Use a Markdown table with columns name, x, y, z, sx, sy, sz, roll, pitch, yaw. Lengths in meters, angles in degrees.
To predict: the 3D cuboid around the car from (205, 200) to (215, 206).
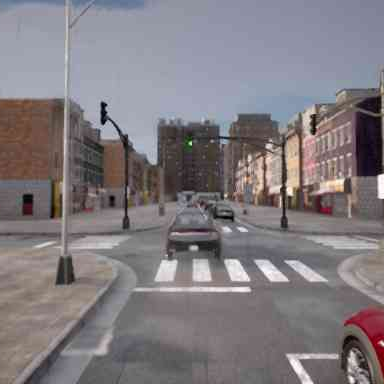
| name | x | y | z | sx | sy | sz | roll | pitch | yaw |
| --- | --- | --- | --- | --- | --- | --- | --- | --- | --- |
| car | 2.667 | 1.842 | 34.429 | 1.947 | 1.339 | 4.313 | 1 | -1 | 0 |

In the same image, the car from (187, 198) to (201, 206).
| name | x | y | z | sx | sy | sz | roll | pitch | yaw |
| --- | --- | --- | --- | --- | --- | --- | --- | --- | --- |
| car | 0.073 | 2.134 | 59.312 | 2.033 | 1.411 | 5.357 | 0 | -1 | 0 |

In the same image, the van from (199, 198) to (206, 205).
| name | x | y | z | sx | sy | sz | roll | pitch | yaw |
| --- | --- | --- | --- | --- | --- | --- | --- | --- | --- |
| van | 2.686 | 2.295 | 83.368 | 1.690 | 1.788 | 3.998 | 1 | -1 | 0 |

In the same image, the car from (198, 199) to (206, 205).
| name | x | y | z | sx | sy | sz | roll | pitch | yaw |
| --- | --- | --- | --- | --- | --- | --- | --- | --- | --- |
| car | 2.684 | 2.590 | 88.802 | 1.887 | 1.381 | 4.507 | 1 | -1 | 0 |

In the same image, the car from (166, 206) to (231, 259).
| name | x | y | z | sx | sy | sz | roll | pitch | yaw |
| --- | --- | --- | --- | --- | --- | --- | --- | --- | --- |
| car | 0.068 | 1.515 | 12.612 | 2.128 | 1.511 | 4.902 | -1 | 0 | 0 |

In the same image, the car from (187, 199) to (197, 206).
| name | x | y | z | sx | sy | sz | roll | pitch | yaw |
| --- | --- | --- | --- | --- | --- | --- | --- | --- | --- |
| car | 0.025 | 2.107 | 69.522 | 2.033 | 1.411 | 5.357 | 0 | -1 | 0 |

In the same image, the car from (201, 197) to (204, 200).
| name | x | y | z | sx | sy | sz | roll | pitch | yaw |
| --- | --- | --- | --- | --- | --- | --- | --- | --- | --- |
| car | 2.682 | 2.013 | 67.056 | 2.192 | 1.841 | 5.009 | 1 | -1 | 0 |

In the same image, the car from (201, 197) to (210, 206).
| name | x | y | z | sx | sy | sz | roll | pitch | yaw |
| --- | --- | --- | --- | --- | --- | --- | --- | --- | --- |
| car | 2.767 | 1.923 | 48.711 | 1.882 | 1.535 | 5.008 | 0 | -1 | 0 |

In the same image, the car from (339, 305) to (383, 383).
| name | x | y | z | sx | sy | sz | roll | pitch | yaw |
| --- | --- | --- | --- | --- | --- | --- | --- | --- | --- |
| car | 2.663 | 1.455 | 2.247 | 1.967 | 1.590 | 4.097 | 2 | 0 | 0 |

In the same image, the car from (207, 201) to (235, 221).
| name | x | y | z | sx | sy | sz | roll | pitch | yaw |
| --- | --- | --- | --- | --- | --- | --- | --- | --- | --- |
| car | 2.666 | 1.786 | 28.992 | 1.947 | 1.339 | 4.313 | 1 | -1 | 0 |
